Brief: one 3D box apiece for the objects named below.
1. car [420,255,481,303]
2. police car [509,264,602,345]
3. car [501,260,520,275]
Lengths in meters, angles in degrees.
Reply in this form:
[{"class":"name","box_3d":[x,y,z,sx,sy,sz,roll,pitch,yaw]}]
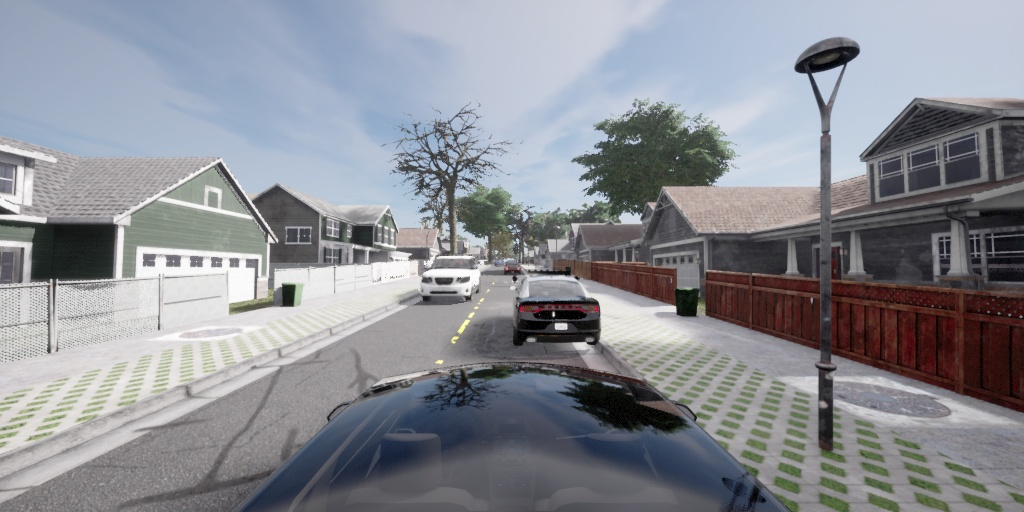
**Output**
[{"class":"car","box_3d":[-2.749,0.975,17.185,2.150,2.045,5.566,0,0,0]},{"class":"police car","box_3d":[0.964,1.178,9.616,1.930,1.638,5.238,0,0,0]},{"class":"car","box_3d":[0.085,1.379,39.512,1.895,1.301,4.718,0,0,0]}]
